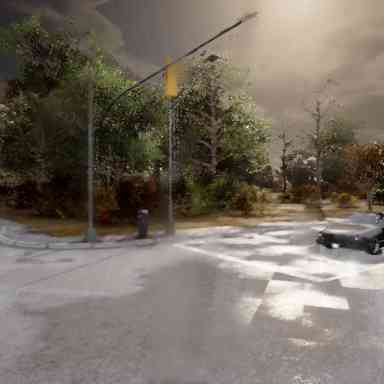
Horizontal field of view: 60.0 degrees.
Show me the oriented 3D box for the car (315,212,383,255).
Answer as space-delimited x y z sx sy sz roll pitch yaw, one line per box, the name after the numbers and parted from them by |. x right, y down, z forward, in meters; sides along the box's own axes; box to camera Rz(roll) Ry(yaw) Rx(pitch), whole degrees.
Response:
7.322 1.537 13.499 5.357 1.411 2.033 0 0 -35 | car
